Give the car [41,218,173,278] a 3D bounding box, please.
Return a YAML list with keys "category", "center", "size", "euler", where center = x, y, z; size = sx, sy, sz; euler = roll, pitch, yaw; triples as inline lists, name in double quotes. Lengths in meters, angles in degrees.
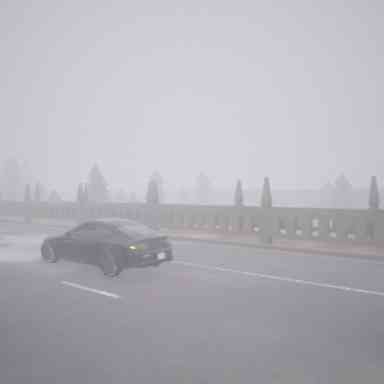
- category: "car"
  center: [-2.693, 1.537, 10.213]
  size: [4.674, 1.442, 1.812]
  euler: [0, 0, 36]
